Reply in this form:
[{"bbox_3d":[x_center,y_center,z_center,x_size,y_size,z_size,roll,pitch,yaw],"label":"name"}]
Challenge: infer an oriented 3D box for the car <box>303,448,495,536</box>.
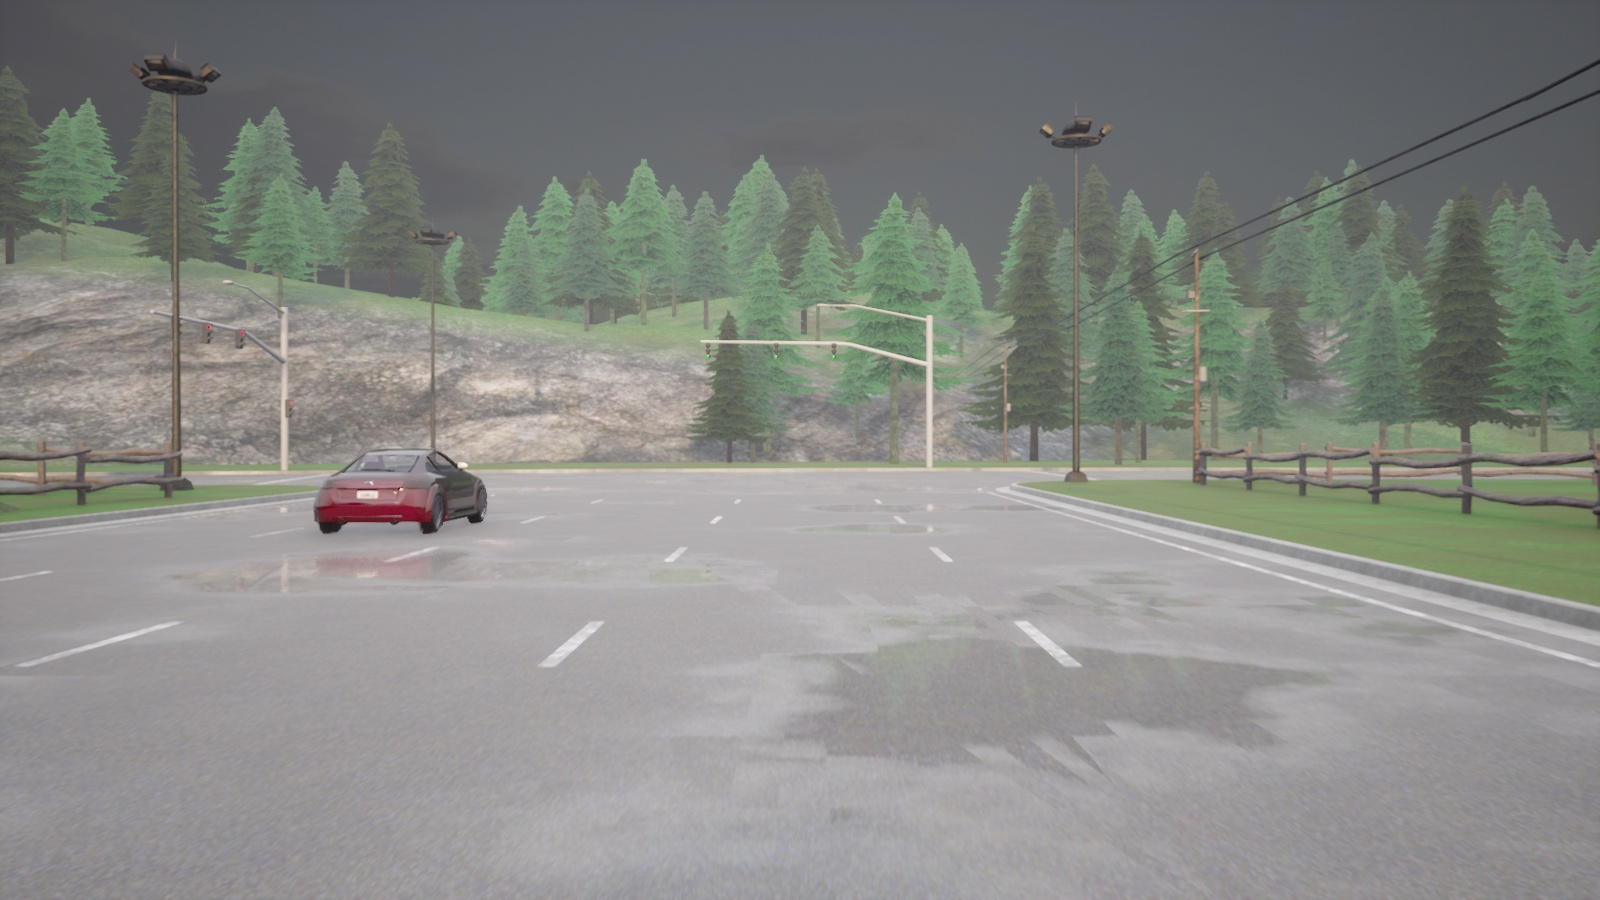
[{"bbox_3d":[-6.861,0.663,21.985,1.994,1.385,4.181,0,0,0],"label":"car"}]
